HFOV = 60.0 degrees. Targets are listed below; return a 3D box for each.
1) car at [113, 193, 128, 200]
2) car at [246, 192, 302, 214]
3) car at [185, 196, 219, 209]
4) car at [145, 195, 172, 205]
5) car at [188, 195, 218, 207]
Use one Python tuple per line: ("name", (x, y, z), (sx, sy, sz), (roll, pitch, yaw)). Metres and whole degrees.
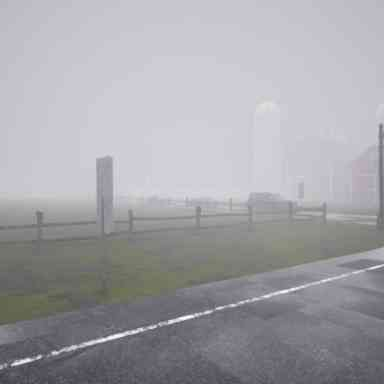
("car", (-14.903, 0.921, 68.014), (2.033, 1.411, 5.357), (-1, 1, -36))
("car", (7.642, 1.034, 31.633), (2.150, 2.045, 5.566), (-1, 1, -36))
("car", (1.167, 1.307, 40.636), (1.895, 1.301, 4.718), (-1, 1, -36))
("car", (-5.101, 1.151, 49.345), (2.033, 1.411, 5.357), (-1, 1, -36))
("car", (1.415, 1.212, 45.343), (1.994, 1.385, 4.181), (-1, 1, -36))
